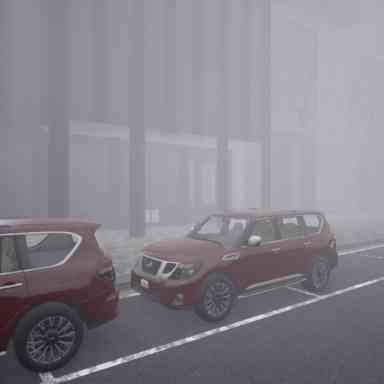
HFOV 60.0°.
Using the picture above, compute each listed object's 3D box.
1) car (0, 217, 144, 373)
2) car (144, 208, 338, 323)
[{"bbox_3d":[-3.388,1.315,4.114,5.009,1.841,2.192,0,0,-35],"label":"car"},{"bbox_3d":[1.204,1.314,7.389,5.009,1.841,2.192,0,0,-35],"label":"car"}]
